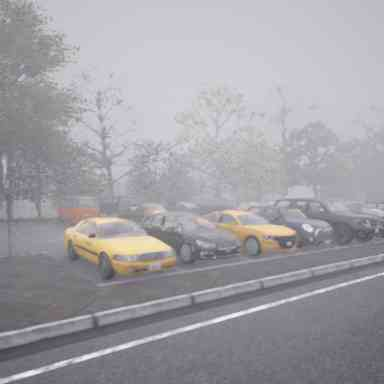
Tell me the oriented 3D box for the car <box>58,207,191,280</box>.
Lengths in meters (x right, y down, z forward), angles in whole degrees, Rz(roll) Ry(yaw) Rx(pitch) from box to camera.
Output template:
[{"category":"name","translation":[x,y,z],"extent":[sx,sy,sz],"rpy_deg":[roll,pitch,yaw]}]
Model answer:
[{"category":"car","translation":[-2.450,1.472,10.289],"extent":[1.946,1.575,5.366],"rpy_deg":[1,0,-35]}]

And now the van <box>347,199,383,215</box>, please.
[{"category":"van","translation":[23.789,1.967,45.415],"extent":[1.878,1.987,4.442],"rpy_deg":[2,-1,-35]}]

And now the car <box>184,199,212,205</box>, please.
[{"category":"car","translation":[-0.942,1.618,27.643],"extent":[2.231,1.521,4.892],"rpy_deg":[1,-1,-35]}]

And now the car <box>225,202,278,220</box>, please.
[{"category":"car","translation":[5.723,1.755,32.394],"extent":[2.097,1.535,5.008],"rpy_deg":[1,-1,-35]}]

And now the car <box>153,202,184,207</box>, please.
[{"category":"car","translation":[-3.092,1.569,25.892],"extent":[1.946,1.575,5.366],"rpy_deg":[1,-1,-35]}]

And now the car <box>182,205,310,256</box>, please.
[{"category":"car","translation":[1.951,1.529,13.660],"extent":[2.097,1.535,5.008],"rpy_deg":[1,-1,-35]}]

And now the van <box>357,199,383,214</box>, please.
[{"category":"van","translation":[25.942,2.054,46.950],"extent":[1.878,1.987,4.442],"rpy_deg":[2,-1,-35]}]

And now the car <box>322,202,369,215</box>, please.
[{"category":"car","translation":[19.353,2.038,42.118],"extent":[2.097,1.535,5.008],"rpy_deg":[1,-1,-35]}]

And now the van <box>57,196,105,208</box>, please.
[{"category":"van","translation":[-7.875,1.273,22.856],"extent":[1.878,1.987,4.442],"rpy_deg":[1,0,-35]}]

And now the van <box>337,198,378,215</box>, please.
[{"category":"van","translation":[21.561,1.872,43.542],"extent":[1.878,1.987,4.442],"rpy_deg":[2,-1,-35]}]

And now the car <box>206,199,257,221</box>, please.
[{"category":"car","translation":[3.586,1.585,30.839],"extent":[2.185,1.767,4.553],"rpy_deg":[1,-1,-35]}]

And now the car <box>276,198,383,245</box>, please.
[{"category":"car","translation":[6.493,1.362,16.854],"extent":[2.435,2.045,5.566],"rpy_deg":[1,-1,-35]}]

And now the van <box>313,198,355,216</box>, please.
[{"category":"van","translation":[17.171,1.765,40.413],"extent":[1.878,1.987,4.442],"rpy_deg":[1,-1,-35]}]

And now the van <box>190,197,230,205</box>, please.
[{"category":"van","translation":[1.246,1.438,29.353],"extent":[1.878,1.987,4.442],"rpy_deg":[1,-1,-35]}]

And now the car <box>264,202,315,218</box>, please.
[{"category":"car","translation":[10.337,1.852,35.680],"extent":[2.231,1.521,4.892],"rpy_deg":[1,-1,-35]}]

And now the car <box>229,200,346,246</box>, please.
[{"category":"car","translation":[4.200,1.443,15.293],"extent":[2.185,1.767,4.553],"rpy_deg":[1,-1,-35]}]

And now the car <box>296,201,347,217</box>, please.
[{"category":"car","translation":[14.953,1.941,38.750],"extent":[1.946,1.575,5.366],"rpy_deg":[1,-1,-35]}]

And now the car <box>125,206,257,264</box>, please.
[{"category":"car","translation":[-0.306,1.499,12.051],"extent":[2.231,1.521,4.892],"rpy_deg":[1,0,-35]}]

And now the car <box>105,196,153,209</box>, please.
[{"category":"car","translation":[-5.467,1.280,24.461],"extent":[2.435,2.045,5.566],"rpy_deg":[1,0,-35]}]

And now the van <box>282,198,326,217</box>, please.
[{"category":"van","translation":[12.525,1.672,37.390],"extent":[1.878,1.987,4.442],"rpy_deg":[1,-1,-35]}]

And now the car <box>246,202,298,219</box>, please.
[{"category":"car","translation":[8.081,1.804,34.074],"extent":[2.097,1.535,5.008],"rpy_deg":[1,-1,-35]}]

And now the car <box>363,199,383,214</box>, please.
[{"category":"car","translation":[28.282,2.120,48.439],"extent":[2.435,2.045,5.566],"rpy_deg":[2,-1,-35]}]
